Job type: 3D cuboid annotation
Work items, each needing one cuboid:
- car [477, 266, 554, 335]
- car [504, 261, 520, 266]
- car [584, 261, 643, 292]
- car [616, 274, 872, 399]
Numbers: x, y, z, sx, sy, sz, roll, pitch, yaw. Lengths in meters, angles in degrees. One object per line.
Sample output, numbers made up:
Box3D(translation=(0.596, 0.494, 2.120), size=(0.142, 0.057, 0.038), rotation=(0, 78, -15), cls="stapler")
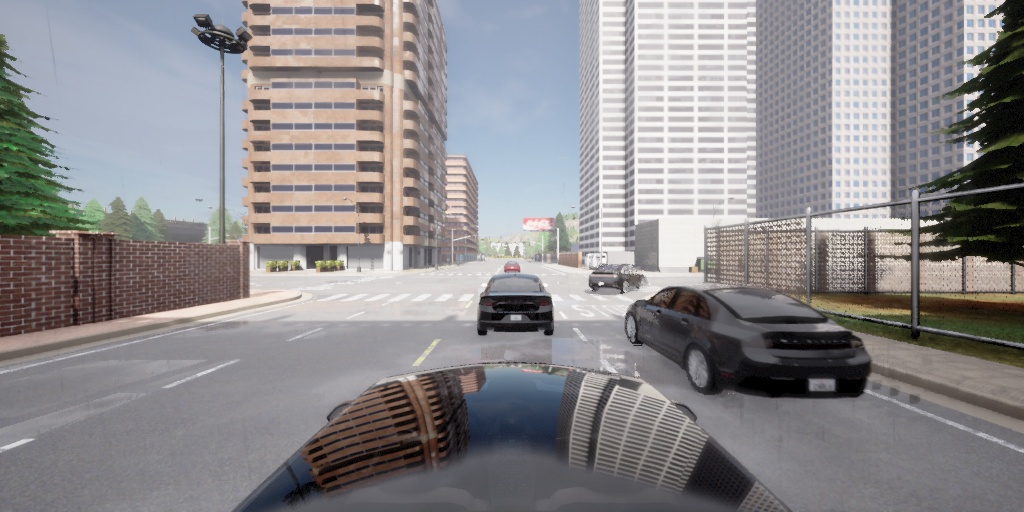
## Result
Box3D(translation=(0.084, 1.228, 10.489), size=(1.882, 1.535, 5.008), rotation=(0, 0, 0), cls="car")
Box3D(translation=(0.017, 1.314, 44.631), size=(1.994, 1.385, 4.181), rotation=(0, 0, -1), cls="car")
Box3D(translation=(6.120, 1.235, 20.429), size=(2.128, 1.511, 4.902), rotation=(-1, -1, 38), cls="car")
Box3D(translation=(3.593, 1.254, 6.581), size=(1.837, 1.490, 4.892), rotation=(0, 0, 0), cls="car")
